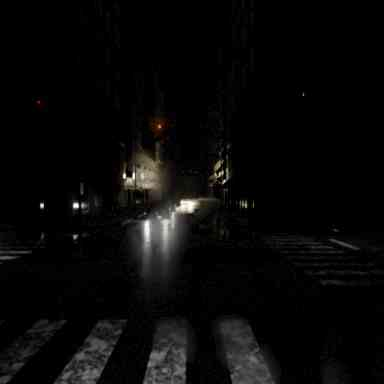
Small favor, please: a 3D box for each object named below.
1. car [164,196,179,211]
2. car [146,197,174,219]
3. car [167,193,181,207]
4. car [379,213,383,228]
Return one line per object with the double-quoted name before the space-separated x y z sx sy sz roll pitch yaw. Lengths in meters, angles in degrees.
"car" -2.866 1.484 39.159 1.812 1.442 4.674 0 0 0
"car" -2.867 1.476 29.292 1.837 1.490 4.892 0 0 0
"car" -2.873 1.161 50.160 2.150 2.045 5.566 0 0 0
"car" 12.337 1.271 16.899 5.009 1.841 2.192 0 0 0
